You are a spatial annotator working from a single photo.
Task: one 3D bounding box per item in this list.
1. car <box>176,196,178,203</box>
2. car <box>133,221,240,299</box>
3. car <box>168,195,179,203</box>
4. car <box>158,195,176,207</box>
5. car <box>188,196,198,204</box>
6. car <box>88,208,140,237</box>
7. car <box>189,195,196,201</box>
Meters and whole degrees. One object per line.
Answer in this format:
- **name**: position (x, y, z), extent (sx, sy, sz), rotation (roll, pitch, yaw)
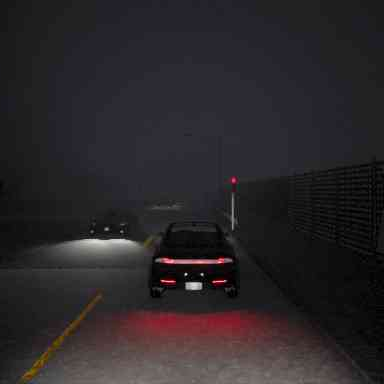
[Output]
- **car**: position (-4.002, 1.601, 60.668), extent (1.895, 1.301, 4.718), rotation (0, 0, 0)
- **car**: position (0.057, 1.492, 8.462), extent (2.128, 1.511, 4.902), rotation (0, 0, 1)
- **car**: position (-3.923, 1.478, 71.103), extent (1.882, 1.535, 5.008), rotation (0, 0, 0)
- **car**: position (-4.040, 1.352, 51.301), extent (2.097, 1.767, 4.553), rotation (0, 0, 0)
- **car**: position (0.168, 1.601, 61.640), extent (1.895, 1.301, 4.718), rotation (0, 0, 0)
- **car**: position (-4.016, 1.564, 17.740), extent (1.994, 1.385, 4.181), rotation (0, 0, 0)
- **car**: position (0.090, 1.595, 88.085), extent (1.895, 1.301, 4.718), rotation (0, 0, 0)
